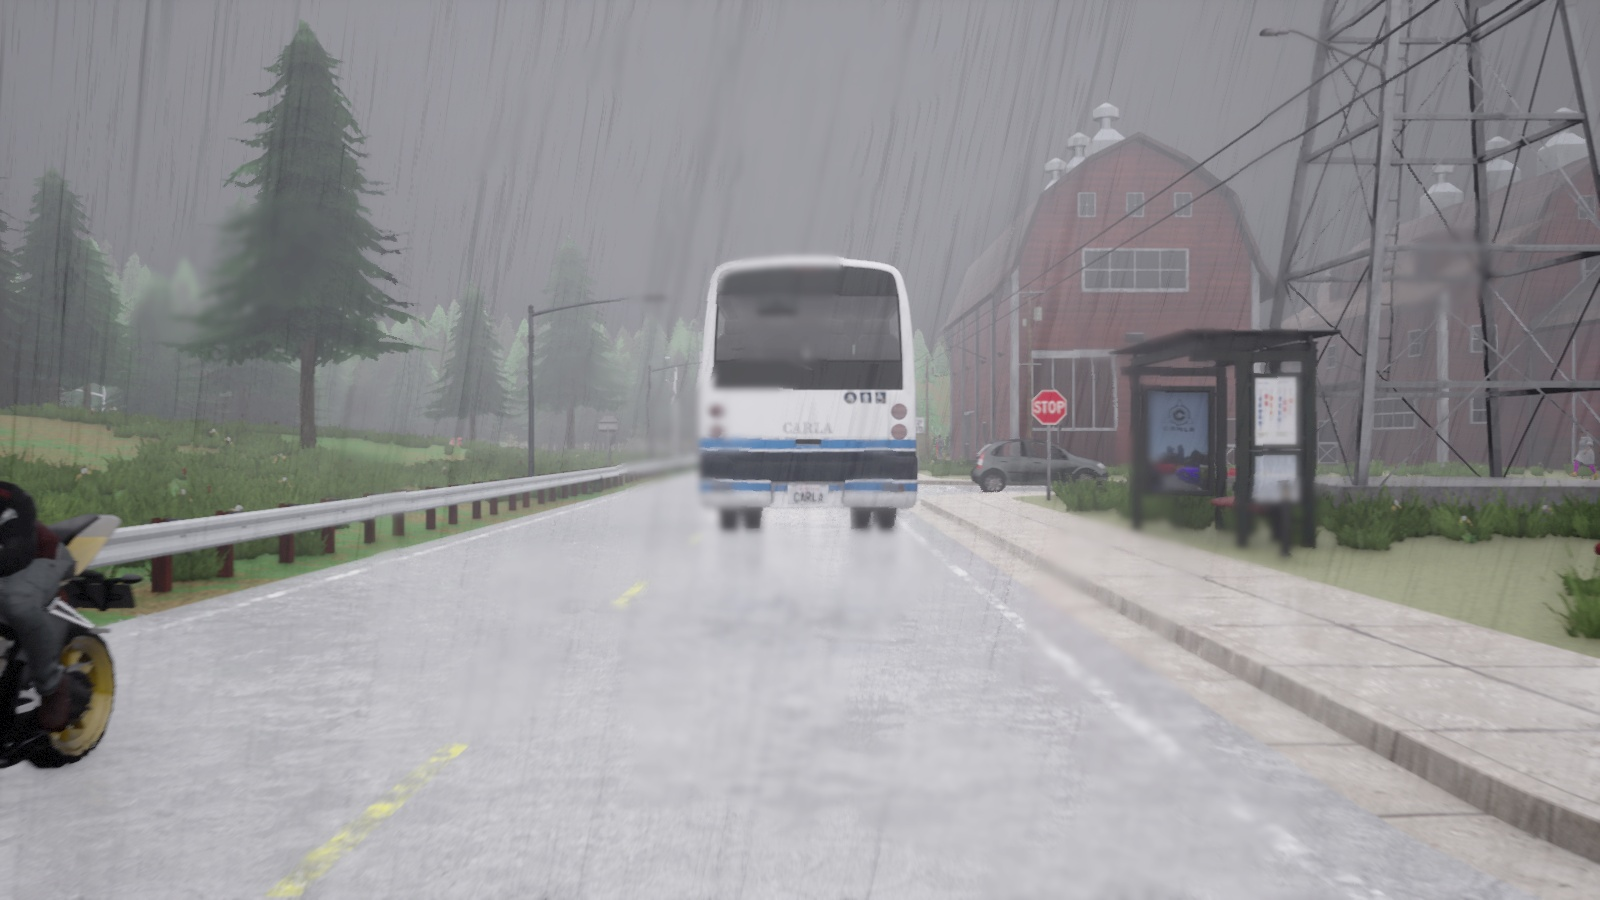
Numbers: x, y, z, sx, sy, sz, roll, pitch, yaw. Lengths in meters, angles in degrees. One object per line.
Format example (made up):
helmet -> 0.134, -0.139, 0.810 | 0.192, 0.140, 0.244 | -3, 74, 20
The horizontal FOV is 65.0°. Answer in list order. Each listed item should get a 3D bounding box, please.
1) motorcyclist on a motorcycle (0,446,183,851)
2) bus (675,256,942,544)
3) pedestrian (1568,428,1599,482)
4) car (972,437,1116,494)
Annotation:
motorcyclist on a motorcycle -> -3.456, 0.750, 5.041 | 0.866, 1.530, 2.191 | 0, 0, 0
bus -> 0.151, -0.763, 23.697 | 3.944, 4.253, 10.273 | 0, 0, 0
pedestrian -> 28.591, 0.167, 45.715 | 0.873, 1.952, 0.659 | 0, 0, -1
car -> 7.162, 0.441, 37.153 | 3.988, 1.617, 1.851 | 0, 0, 4
